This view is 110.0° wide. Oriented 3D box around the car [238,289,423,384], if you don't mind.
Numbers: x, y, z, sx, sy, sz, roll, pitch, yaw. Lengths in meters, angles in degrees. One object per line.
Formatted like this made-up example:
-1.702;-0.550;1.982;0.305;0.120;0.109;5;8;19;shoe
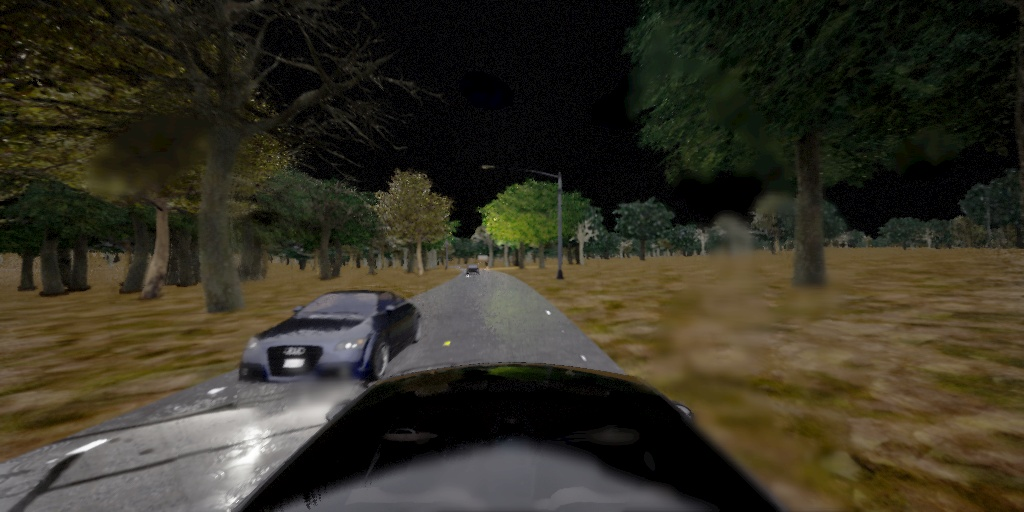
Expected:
-3.157;1.381;7.158;1.994;1.385;4.181;0;-1;-1;car

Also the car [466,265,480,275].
-5.494;1.957;50.679;2.033;1.411;5.357;0;-1;-5;car
